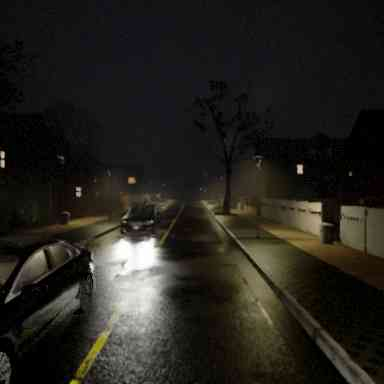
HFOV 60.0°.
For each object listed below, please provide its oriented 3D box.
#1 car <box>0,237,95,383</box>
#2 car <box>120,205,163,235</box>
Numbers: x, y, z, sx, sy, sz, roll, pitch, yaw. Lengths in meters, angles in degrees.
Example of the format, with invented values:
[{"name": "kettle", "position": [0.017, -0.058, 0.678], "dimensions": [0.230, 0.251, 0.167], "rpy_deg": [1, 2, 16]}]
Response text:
[{"name": "car", "position": [-2.839, 1.492, 4.743], "dimensions": [2.128, 1.511, 4.902], "rpy_deg": [0, 0, 0]}, {"name": "car", "position": [-2.736, 1.487, 18.749], "dimensions": [2.128, 1.511, 4.902], "rpy_deg": [0, 0, 0]}]
